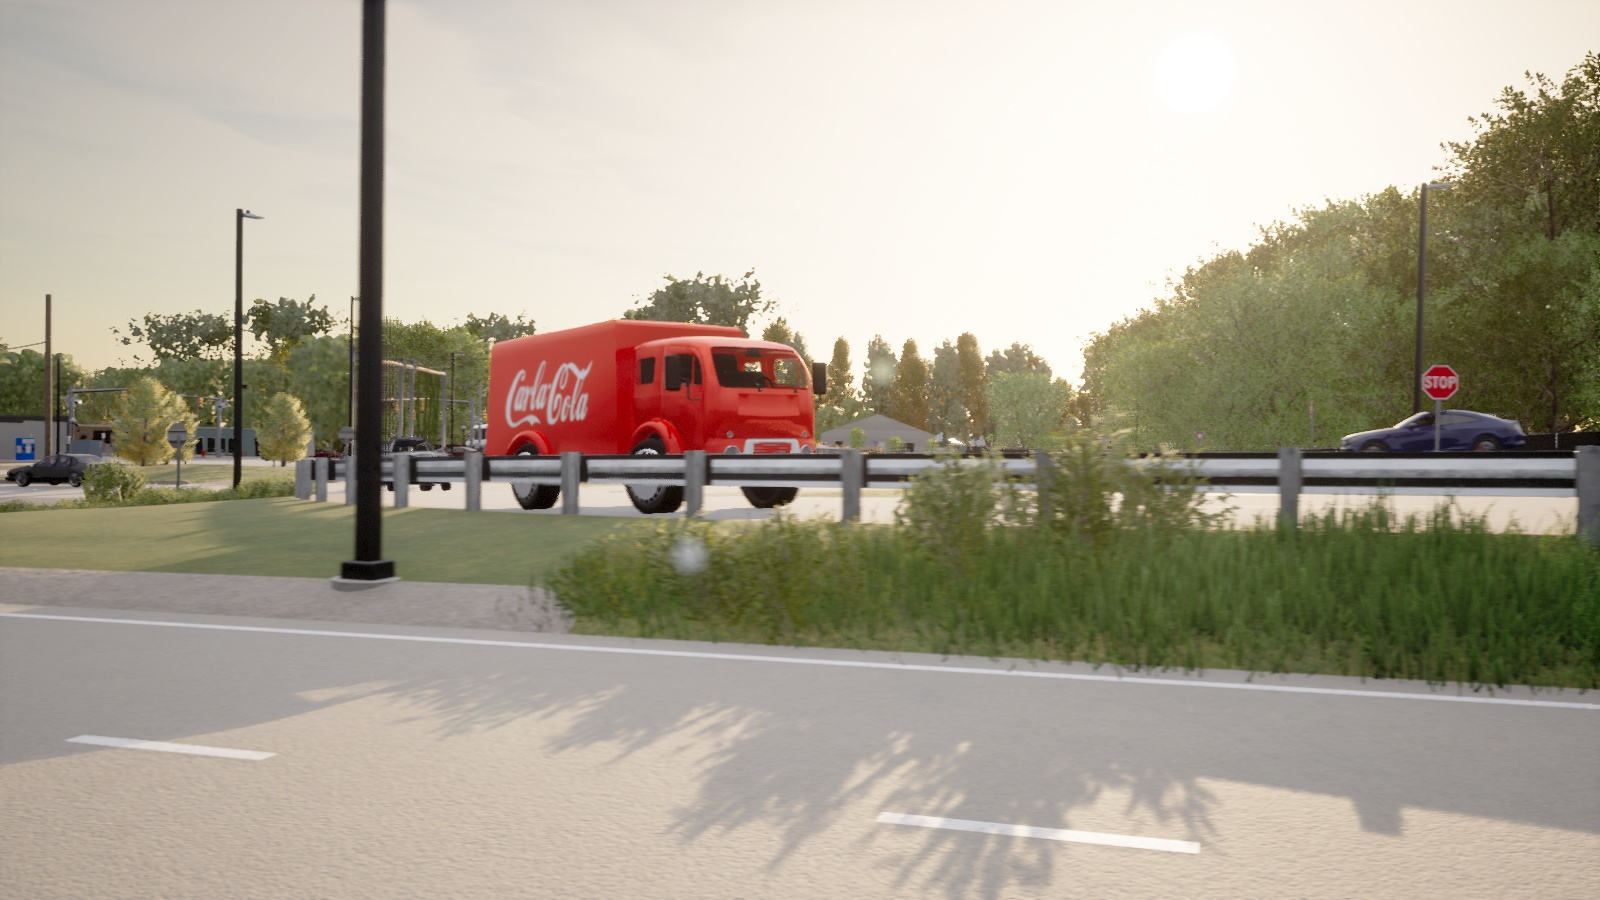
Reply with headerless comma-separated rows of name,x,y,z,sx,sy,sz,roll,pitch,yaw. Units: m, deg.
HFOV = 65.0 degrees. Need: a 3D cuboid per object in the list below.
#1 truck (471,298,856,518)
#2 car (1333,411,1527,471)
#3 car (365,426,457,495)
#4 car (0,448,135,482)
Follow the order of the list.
truck,-2.005,-0.447,16.935,2.627,2.467,5.204,0,-1,-41
car,17.844,-0.247,35.825,4.674,1.442,1.812,-3,0,18
car,-12.508,0.374,40.194,1.932,1.855,4.605,0,-5,-28
car,-31.707,0.632,54.341,5.357,1.411,2.033,0,1,18
